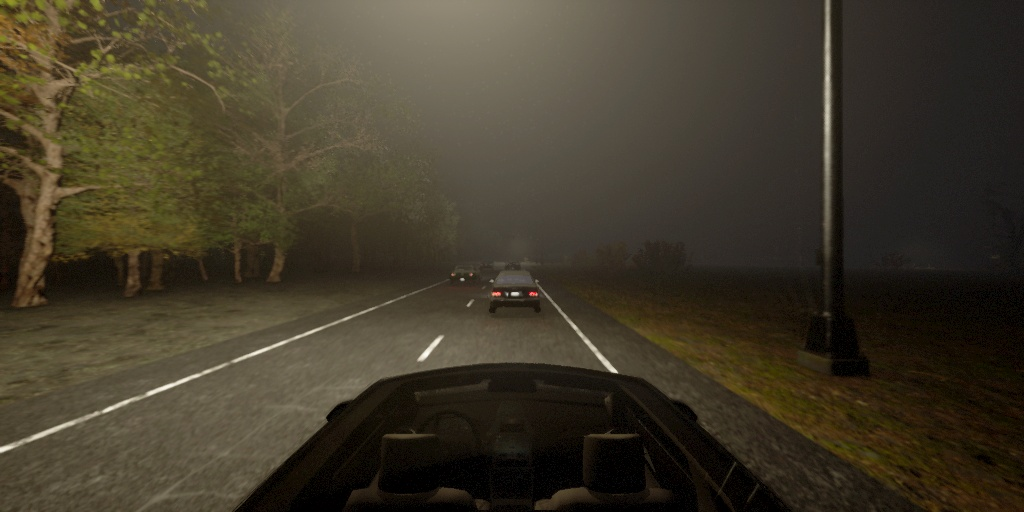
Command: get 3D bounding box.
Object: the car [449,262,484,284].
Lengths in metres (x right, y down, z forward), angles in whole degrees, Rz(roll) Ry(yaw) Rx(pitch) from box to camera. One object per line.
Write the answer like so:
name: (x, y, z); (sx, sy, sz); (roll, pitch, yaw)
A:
car: (-3.400, 1.322, 26.741); (1.895, 1.301, 4.718); (0, 0, 0)

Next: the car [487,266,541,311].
car: (0.100, 1.283, 14.219); (2.033, 1.411, 5.357); (0, 0, 0)

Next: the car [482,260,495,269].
car: (-3.396, 1.234, 49.242); (2.033, 1.411, 5.357); (0, 0, 0)

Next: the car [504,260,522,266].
car: (0.100, 1.188, 43.023); (2.128, 1.511, 4.902); (0, 0, 0)
